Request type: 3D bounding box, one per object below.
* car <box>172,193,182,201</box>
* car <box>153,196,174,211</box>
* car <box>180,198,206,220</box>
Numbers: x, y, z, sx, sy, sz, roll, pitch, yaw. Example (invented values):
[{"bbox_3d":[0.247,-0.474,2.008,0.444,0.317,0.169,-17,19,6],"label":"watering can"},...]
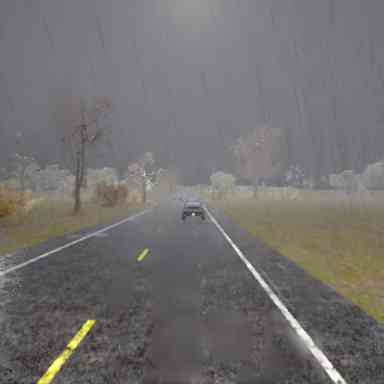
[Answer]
[{"bbox_3d":[-3.491,1.216,79.661,2.150,2.045,5.566,0,0,0],"label":"car"},{"bbox_3d":[-3.584,1.510,40.575,1.837,1.490,4.892,0,0,0],"label":"car"},{"bbox_3d":[0.105,1.511,28.628,1.837,1.490,4.892,0,0,0],"label":"car"}]
